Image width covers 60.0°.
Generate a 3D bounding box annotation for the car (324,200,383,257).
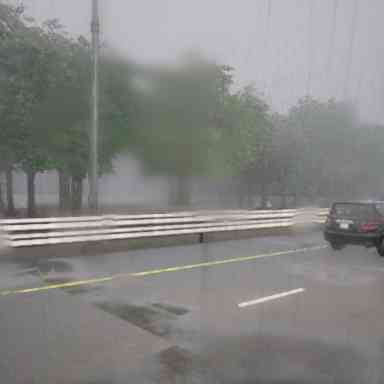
[{"bbox_3d":[7.738,1.345,13.672,5.566,2.045,2.150,0,0,-35],"label":"car"}]
